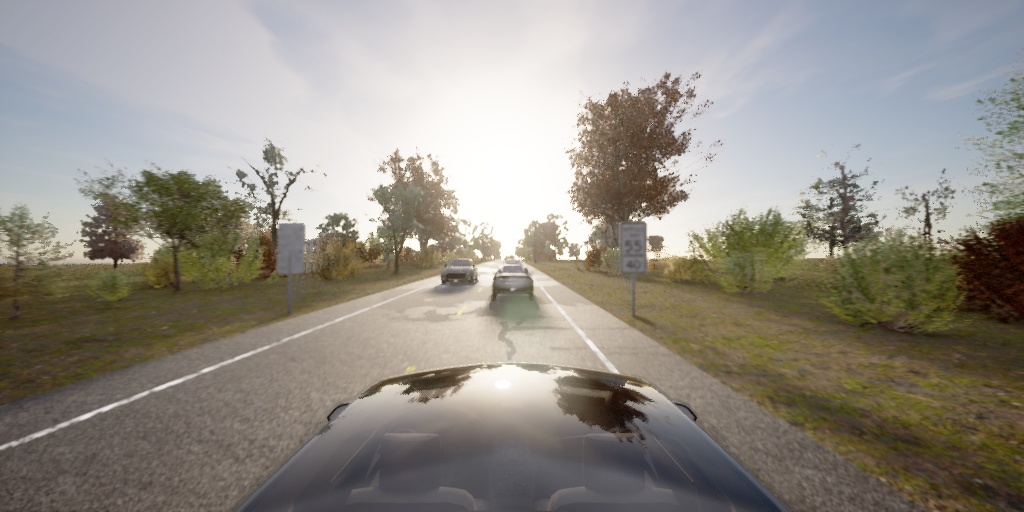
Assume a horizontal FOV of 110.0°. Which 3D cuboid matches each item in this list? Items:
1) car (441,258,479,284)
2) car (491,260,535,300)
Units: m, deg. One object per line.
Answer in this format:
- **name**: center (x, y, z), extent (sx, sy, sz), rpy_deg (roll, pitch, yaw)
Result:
- **car**: center (-3.541, 0.955, 24.860), extent (2.097, 1.767, 4.553), rpy_deg (0, 0, 0)
- **car**: center (0.041, 1.140, 16.940), extent (2.128, 1.511, 4.902), rpy_deg (0, 0, 0)
